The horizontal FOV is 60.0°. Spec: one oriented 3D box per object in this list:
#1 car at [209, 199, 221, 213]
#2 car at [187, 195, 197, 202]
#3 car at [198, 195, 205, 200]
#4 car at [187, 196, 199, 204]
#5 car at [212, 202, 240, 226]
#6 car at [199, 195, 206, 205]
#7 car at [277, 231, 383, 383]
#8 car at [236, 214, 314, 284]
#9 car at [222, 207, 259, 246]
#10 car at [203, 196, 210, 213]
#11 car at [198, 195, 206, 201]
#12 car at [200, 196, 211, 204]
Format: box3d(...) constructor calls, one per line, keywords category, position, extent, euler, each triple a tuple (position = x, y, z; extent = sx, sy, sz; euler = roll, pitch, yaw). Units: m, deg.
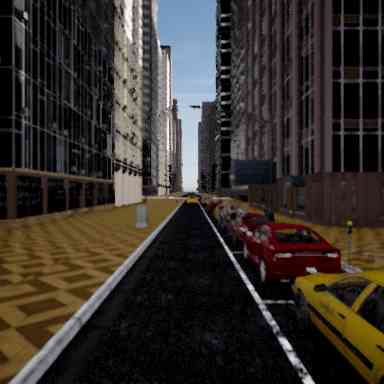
box3d(category="car", position=(2.566, 1.511, 26.231), extent=(1.752, 1.417, 4.829), euler=(0, 0, 0))
box3d(category="car", position=(0.005, 1.498, 75.126), extent=(1.994, 1.385, 4.181), euler=(0, 0, 0))
box3d(category="car", position=(2.571, 1.450, 92.847), extent=(1.752, 1.417, 4.829), euler=(0, 0, 0))
box3d(category="car", position=(0.004, 1.438, 60.507), extent=(1.882, 1.535, 5.008), euler=(0, 0, 0))
box3d(category="car", position=(2.565, 1.540, 20.510), extent=(2.008, 1.369, 4.403), euler=(0, 0, 0))
box3d(category="car", position=(2.569, 1.486, 59.539), extent=(1.752, 1.417, 4.829), euler=(0, 0, 0))
box3d(category="car", position=(2.564, 1.524, 4.026), extent=(1.752, 1.417, 4.829), euler=(0, 0, 0))
box3d(category="car", position=(2.565, 1.540, 9.407), extent=(1.887, 1.381, 4.507), euler=(0, 0, 0))
box3d(category="car", position=(2.565, 1.574, 14.958), extent=(1.802, 1.307, 4.206), euler=(0, 0, 0))
box3d(category="car", position=(2.567, 1.523, 37.163), extent=(1.887, 1.381, 4.507), euler=(0, 0, 0))
box3d(category="car", position=(2.571, 1.477, 87.125), extent=(1.887, 1.381, 4.507), euler=(0, 0, 0))
box3d(category="car", position=(2.569, 1.507, 64.920), extent=(2.008, 1.369, 4.403), euler=(0, 0, 0))
